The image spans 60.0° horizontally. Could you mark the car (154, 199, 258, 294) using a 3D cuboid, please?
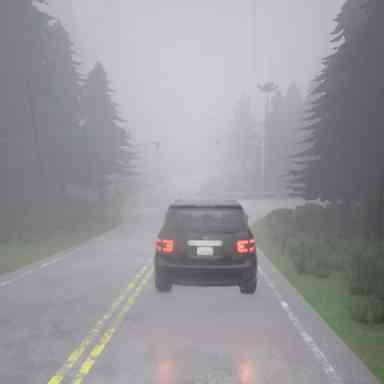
[{"bbox_3d":[0.380,1.191,8.898,2.150,2.045,5.566,0,0,3],"label":"car"}]
